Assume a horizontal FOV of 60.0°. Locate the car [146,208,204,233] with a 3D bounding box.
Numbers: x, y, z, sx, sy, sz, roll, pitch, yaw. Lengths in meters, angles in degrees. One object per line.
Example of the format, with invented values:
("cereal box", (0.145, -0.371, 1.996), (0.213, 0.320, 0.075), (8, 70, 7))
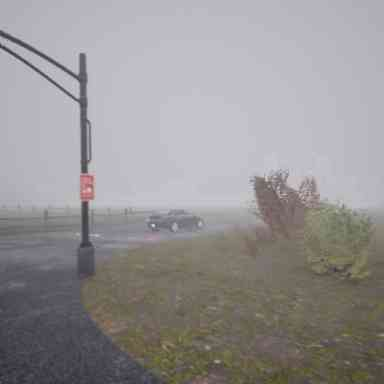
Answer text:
("car", (-1.026, 1.870, 22.670), (1.837, 1.490, 4.892), (-2, -2, 35))
